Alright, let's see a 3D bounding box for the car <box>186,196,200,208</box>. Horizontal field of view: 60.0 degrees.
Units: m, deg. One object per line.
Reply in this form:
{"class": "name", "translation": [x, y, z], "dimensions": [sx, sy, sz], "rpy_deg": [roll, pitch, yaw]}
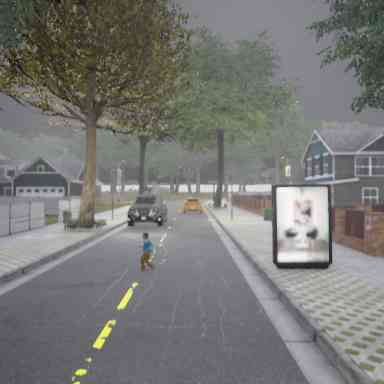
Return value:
{"class": "car", "translation": [0.066, 1.360, 45.549], "dimensions": [1.812, 1.442, 4.674], "rpy_deg": [0, 0, 0]}

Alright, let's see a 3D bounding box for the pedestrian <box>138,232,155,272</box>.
{"class": "pedestrian", "translation": [-1.215, 1.663, 9.200], "dimensions": [0.500, 1.100, 0.500], "rpy_deg": [1, -1, -15]}

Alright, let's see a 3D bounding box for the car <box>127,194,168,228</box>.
{"class": "car", "translation": [-2.856, 1.179, 22.432], "dimensions": [2.150, 2.045, 5.566], "rpy_deg": [0, 0, 0]}

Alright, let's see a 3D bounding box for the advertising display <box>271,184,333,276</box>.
{"class": "advertising display", "translation": [2.990, 1.015, 9.084], "dimensions": [1.540, 2.440, 0.280], "rpy_deg": [-1, -1, 0]}

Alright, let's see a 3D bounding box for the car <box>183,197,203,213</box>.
{"class": "car", "translation": [0.084, 1.378, 35.113], "dimensions": [1.882, 1.535, 5.008], "rpy_deg": [0, 0, 0]}
